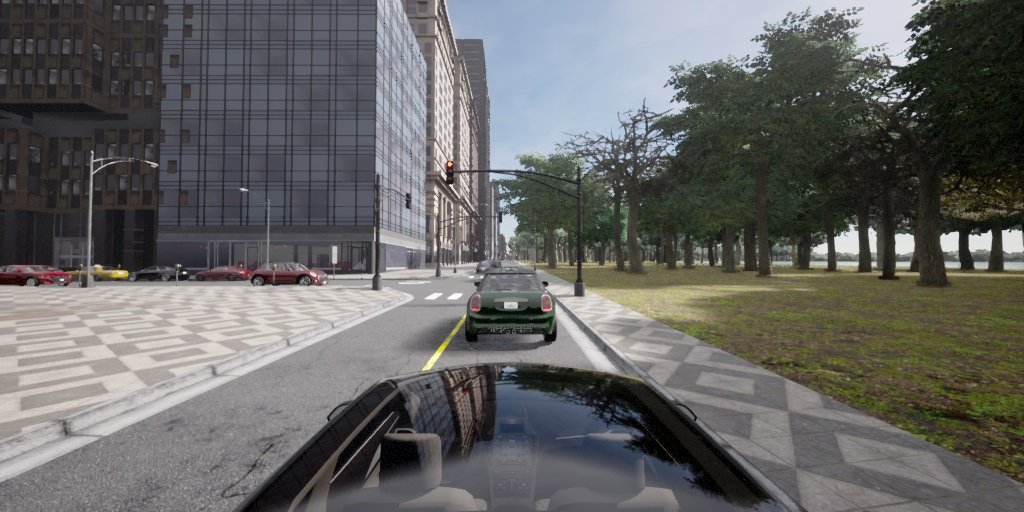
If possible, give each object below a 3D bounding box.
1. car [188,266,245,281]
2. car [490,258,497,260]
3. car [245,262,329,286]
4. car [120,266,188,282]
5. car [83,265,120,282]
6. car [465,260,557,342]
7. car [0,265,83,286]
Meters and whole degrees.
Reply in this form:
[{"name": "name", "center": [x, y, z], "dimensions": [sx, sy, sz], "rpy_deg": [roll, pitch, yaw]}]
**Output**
[{"name": "car", "center": [-24.589, 1.494, 30.664], "dimensions": [4.207, 1.307, 1.802], "rpy_deg": [0, 0, 0]}, {"name": "car", "center": [-3.232, 1.325, 42.748], "dimensions": [2.128, 1.511, 4.902], "rpy_deg": [0, 0, 0]}, {"name": "car", "center": [-13.609, 1.120, 22.194], "dimensions": [4.097, 1.591, 1.967], "rpy_deg": [0, 0, -1]}, {"name": "car", "center": [-30.076, 1.481, 30.637], "dimensions": [4.313, 1.339, 1.948], "rpy_deg": [0, 0, 0]}, {"name": "car", "center": [-35.733, 1.444, 30.610], "dimensions": [4.829, 1.417, 1.751], "rpy_deg": [0, 0, 0]}, {"name": "car", "center": [-0.014, 1.108, 9.994], "dimensions": [2.097, 1.767, 4.553], "rpy_deg": [0, 0, 0]}, {"name": "car", "center": [-30.040, 1.236, 22.115], "dimensions": [4.507, 1.381, 1.888], "rpy_deg": [0, 0, 0]}]
